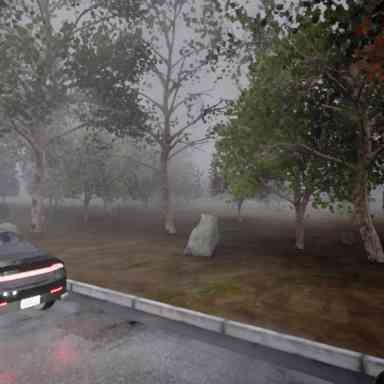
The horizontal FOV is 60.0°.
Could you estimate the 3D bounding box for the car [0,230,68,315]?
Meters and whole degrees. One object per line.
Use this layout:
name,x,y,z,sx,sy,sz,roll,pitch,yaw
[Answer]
car,-4.480,1.499,6.577,4.902,1.511,2.128,0,0,36

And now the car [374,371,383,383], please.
car,3.250,1.491,1.059,4.902,1.511,2.128,0,0,36
